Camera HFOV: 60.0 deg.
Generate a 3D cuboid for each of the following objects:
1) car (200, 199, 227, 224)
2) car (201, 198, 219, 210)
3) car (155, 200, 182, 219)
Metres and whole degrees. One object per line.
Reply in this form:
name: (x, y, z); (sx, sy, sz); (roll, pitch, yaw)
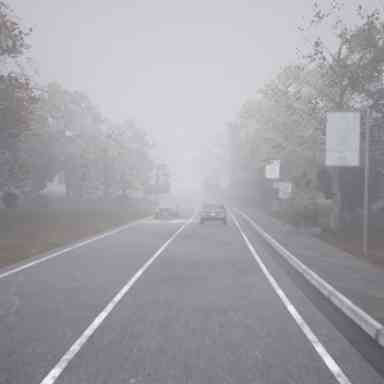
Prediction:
car: (1.575, 1.499, 24.254); (2.033, 1.411, 5.357); (1, 0, 4)
car: (2.254, 1.489, 42.764); (1.895, 1.301, 4.718); (0, 0, -1)
car: (-1.910, 1.435, 27.873); (1.812, 1.442, 4.674); (1, 0, 4)
